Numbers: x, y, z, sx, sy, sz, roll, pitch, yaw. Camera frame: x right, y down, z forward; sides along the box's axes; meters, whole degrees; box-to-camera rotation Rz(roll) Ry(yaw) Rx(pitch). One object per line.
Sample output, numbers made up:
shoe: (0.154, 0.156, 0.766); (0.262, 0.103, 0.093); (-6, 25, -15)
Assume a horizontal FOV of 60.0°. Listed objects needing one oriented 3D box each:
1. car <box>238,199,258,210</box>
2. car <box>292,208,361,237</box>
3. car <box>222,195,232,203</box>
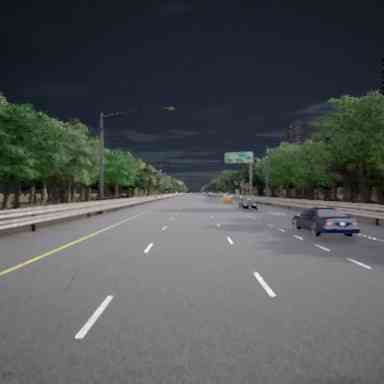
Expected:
car: (7.105, 1.599, 42.777); (1.895, 1.301, 4.718); (0, 0, 0)
car: (7.020, 1.548, 18.009); (2.033, 1.411, 5.357); (0, 0, 0)
car: (7.271, 1.453, 69.345); (1.882, 1.535, 5.008); (0, 0, 0)
